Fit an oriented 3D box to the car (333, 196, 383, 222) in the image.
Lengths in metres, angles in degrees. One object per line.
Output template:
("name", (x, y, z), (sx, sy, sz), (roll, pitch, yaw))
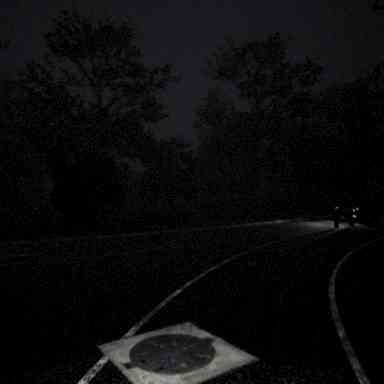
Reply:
("car", (12.777, 1.161, 24.992), (4.553, 1.767, 2.097), (-3, 1, -29))
